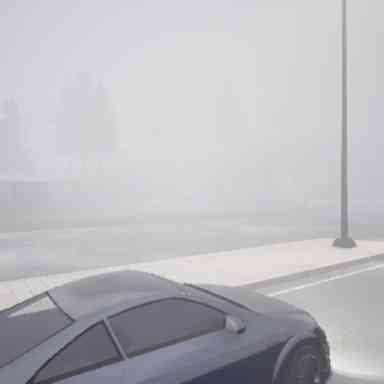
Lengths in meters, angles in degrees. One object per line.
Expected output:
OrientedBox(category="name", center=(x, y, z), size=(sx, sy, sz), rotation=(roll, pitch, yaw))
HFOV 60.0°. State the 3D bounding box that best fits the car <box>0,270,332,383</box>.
OrientedBox(category="car", center=(-0.450, 1.563, 3.425), size=(4.181, 1.385, 1.994), rotation=(0, 0, -36))
